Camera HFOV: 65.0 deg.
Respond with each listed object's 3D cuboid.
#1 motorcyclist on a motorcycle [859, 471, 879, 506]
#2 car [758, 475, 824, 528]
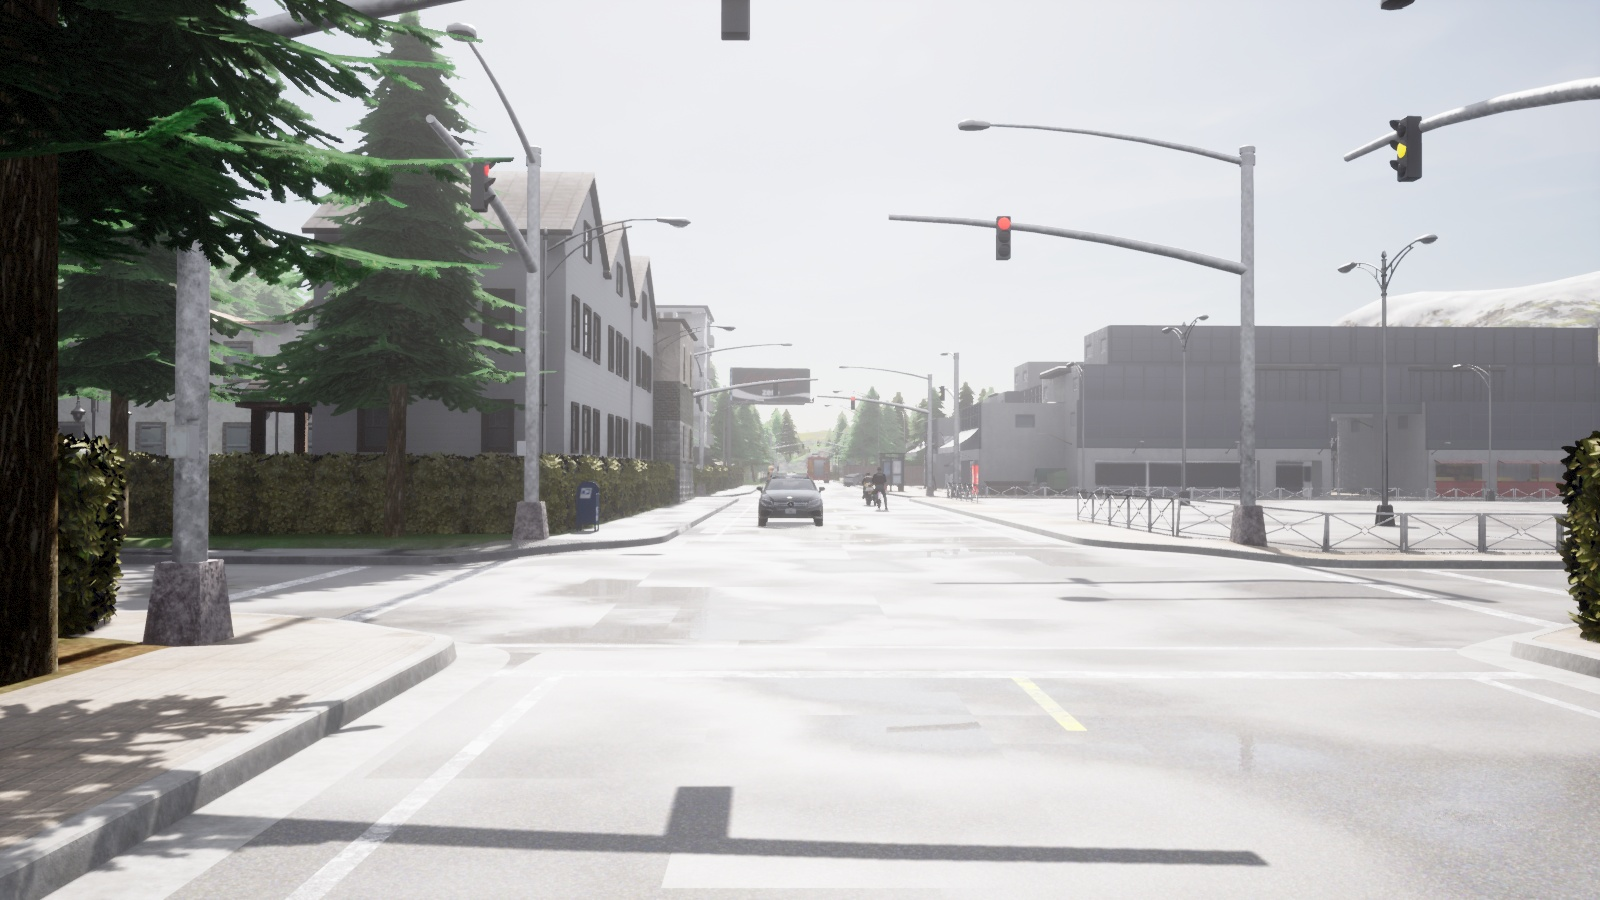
[{"bbox_3d":[3.109,1.733,56.791,0.797,1.523,2.044,0,-1,0],"label":"motorcyclist on a motorcycle"},{"bbox_3d":[-0.258,1.455,36.731,1.812,1.442,4.674,0,-1,0],"label":"car"}]
